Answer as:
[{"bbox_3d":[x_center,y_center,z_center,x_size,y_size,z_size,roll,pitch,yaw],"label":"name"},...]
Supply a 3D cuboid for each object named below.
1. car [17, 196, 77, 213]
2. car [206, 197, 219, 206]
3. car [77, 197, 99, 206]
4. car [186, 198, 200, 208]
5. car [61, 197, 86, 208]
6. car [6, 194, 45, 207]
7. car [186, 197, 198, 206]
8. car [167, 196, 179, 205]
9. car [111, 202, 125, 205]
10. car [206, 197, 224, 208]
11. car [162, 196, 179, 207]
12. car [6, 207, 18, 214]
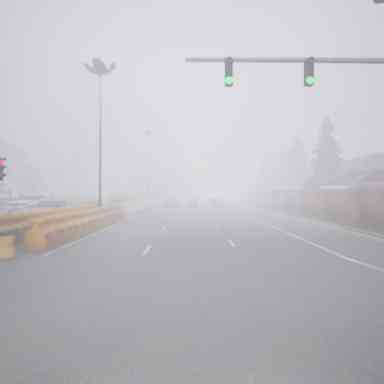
[{"bbox_3d":[-10.595,1.370,24.736,2.097,1.767,4.553,0,0,0],"label":"car"},{"bbox_3d":[3.508,1.604,58.502,1.994,1.385,4.181,0,0,0],"label":"car"},{"bbox_3d":[-10.585,1.502,34.743,1.882,1.535,5.008,0,0,0],"label":"car"},{"bbox_3d":[0.105,1.580,48.189,2.033,1.411,5.357,0,0,0],"label":"car"},{"bbox_3d":[-17.519,1.539,49.371,1.837,1.490,4.892,0,0,1],"label":"car"},{"bbox_3d":[-17.577,1.247,35.796,2.150,2.045,5.566,0,0,0],"label":"car"},{"bbox_3d":[0.008,1.641,58.659,1.895,1.301,4.718,0,0,0],"label":"car"},{"bbox_3d":[-3.490,1.519,61.060,1.882,1.535,5.008,0,0,1],"label":"car"},{"bbox_3d":[-10.518,1.254,48.500,2.150,2.045,5.566,0,0,0],"label":"car"},{"bbox_3d":[3.608,1.580,48.169,2.033,1.411,5.357,0,0,0],"label":"car"},{"bbox_3d":[-3.402,1.636,50.791,1.895,1.301,4.718,0,0,0],"label":"car"},{"bbox_3d":[-10.598,1.612,15.866,1.895,1.301,4.718,0,0,0],"label":"car"}]
